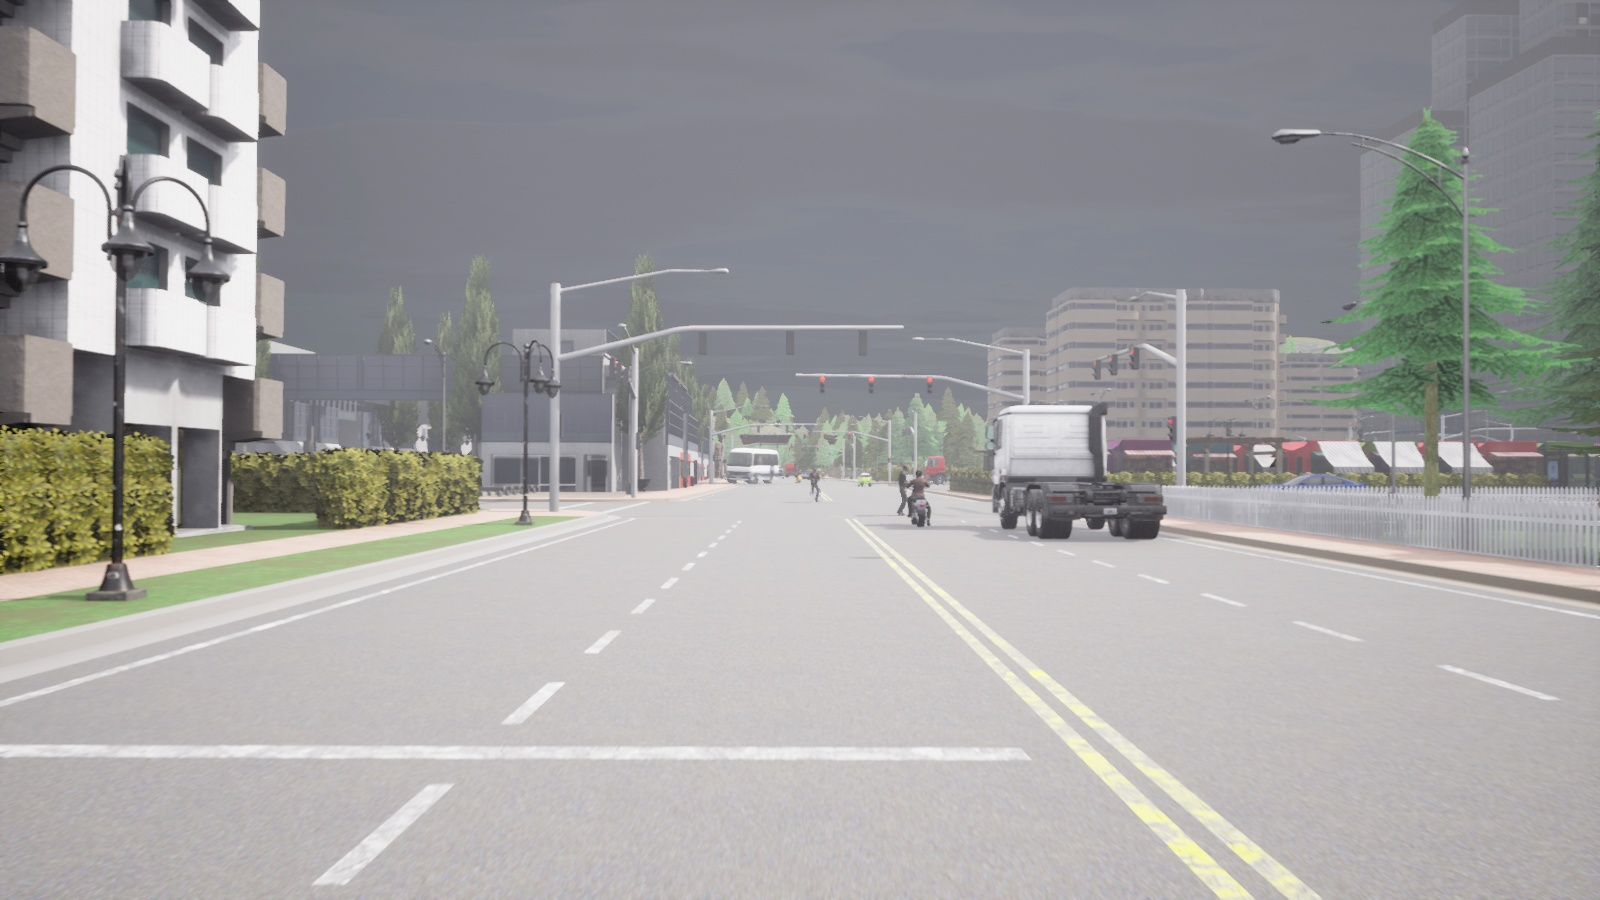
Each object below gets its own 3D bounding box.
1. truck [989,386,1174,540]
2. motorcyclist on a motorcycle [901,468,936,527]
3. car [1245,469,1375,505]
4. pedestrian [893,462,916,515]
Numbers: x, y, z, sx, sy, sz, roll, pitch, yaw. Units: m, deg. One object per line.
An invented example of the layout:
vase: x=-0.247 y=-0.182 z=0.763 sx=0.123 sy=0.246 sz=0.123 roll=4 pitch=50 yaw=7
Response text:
truck: x=6.927 y=0.347 z=32.185 sx=2.891 sy=3.462 sz=7.936 roll=0 pitch=-1 yaw=0
motorcyclist on a motorcycle: x=3.412 y=1.362 z=36.320 sx=0.766 sy=1.649 sz=2.350 roll=0 pitch=-1 yaw=0
car: x=22.694 y=1.642 z=55.980 sx=5.008 sy=1.535 sz=1.882 roll=0 pitch=-1 yaw=-2
pedestrian: x=3.647 y=1.333 z=43.778 sx=0.720 sy=1.854 sz=0.376 roll=0 pitch=-1 yaw=-3
